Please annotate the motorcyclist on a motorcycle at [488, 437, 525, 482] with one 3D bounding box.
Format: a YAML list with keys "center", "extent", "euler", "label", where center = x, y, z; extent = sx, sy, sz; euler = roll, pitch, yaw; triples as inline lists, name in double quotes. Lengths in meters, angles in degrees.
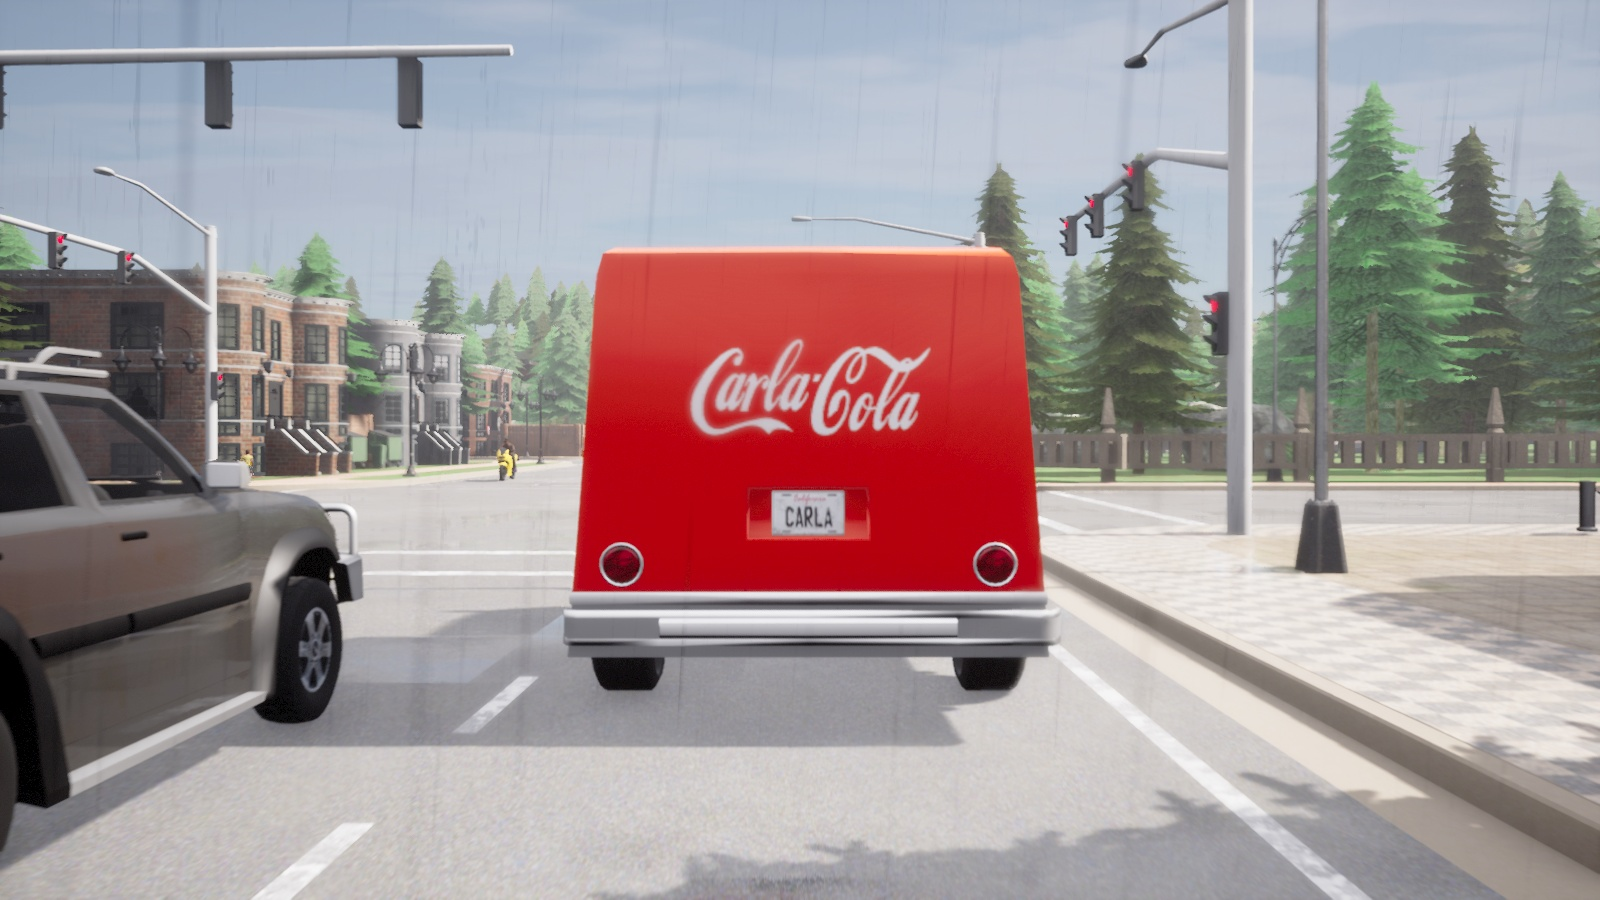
- center: [-10.273, 0.320, 44.018]
  extent: [0.797, 1.523, 2.044]
  euler: [0, 1, 0]
  label: "motorcyclist on a motorcycle"

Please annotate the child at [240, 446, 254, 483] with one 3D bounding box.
- center: [-16.426, 0.429, 37.292]
  extent: [0.255, 1.110, 0.394]
  euler: [0, 1, -5]
  label: "child"

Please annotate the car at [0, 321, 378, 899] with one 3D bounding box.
- center: [-3.462, 0.514, 5.069]
  extent: [1.932, 1.855, 4.605]
  euler: [0, 1, 0]
  label: "car"

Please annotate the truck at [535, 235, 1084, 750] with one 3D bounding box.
- center: [0.056, 0.181, 8.628]
  extent: [2.627, 2.467, 5.204]
  euler: [0, 1, 0]
  label: "truck"
